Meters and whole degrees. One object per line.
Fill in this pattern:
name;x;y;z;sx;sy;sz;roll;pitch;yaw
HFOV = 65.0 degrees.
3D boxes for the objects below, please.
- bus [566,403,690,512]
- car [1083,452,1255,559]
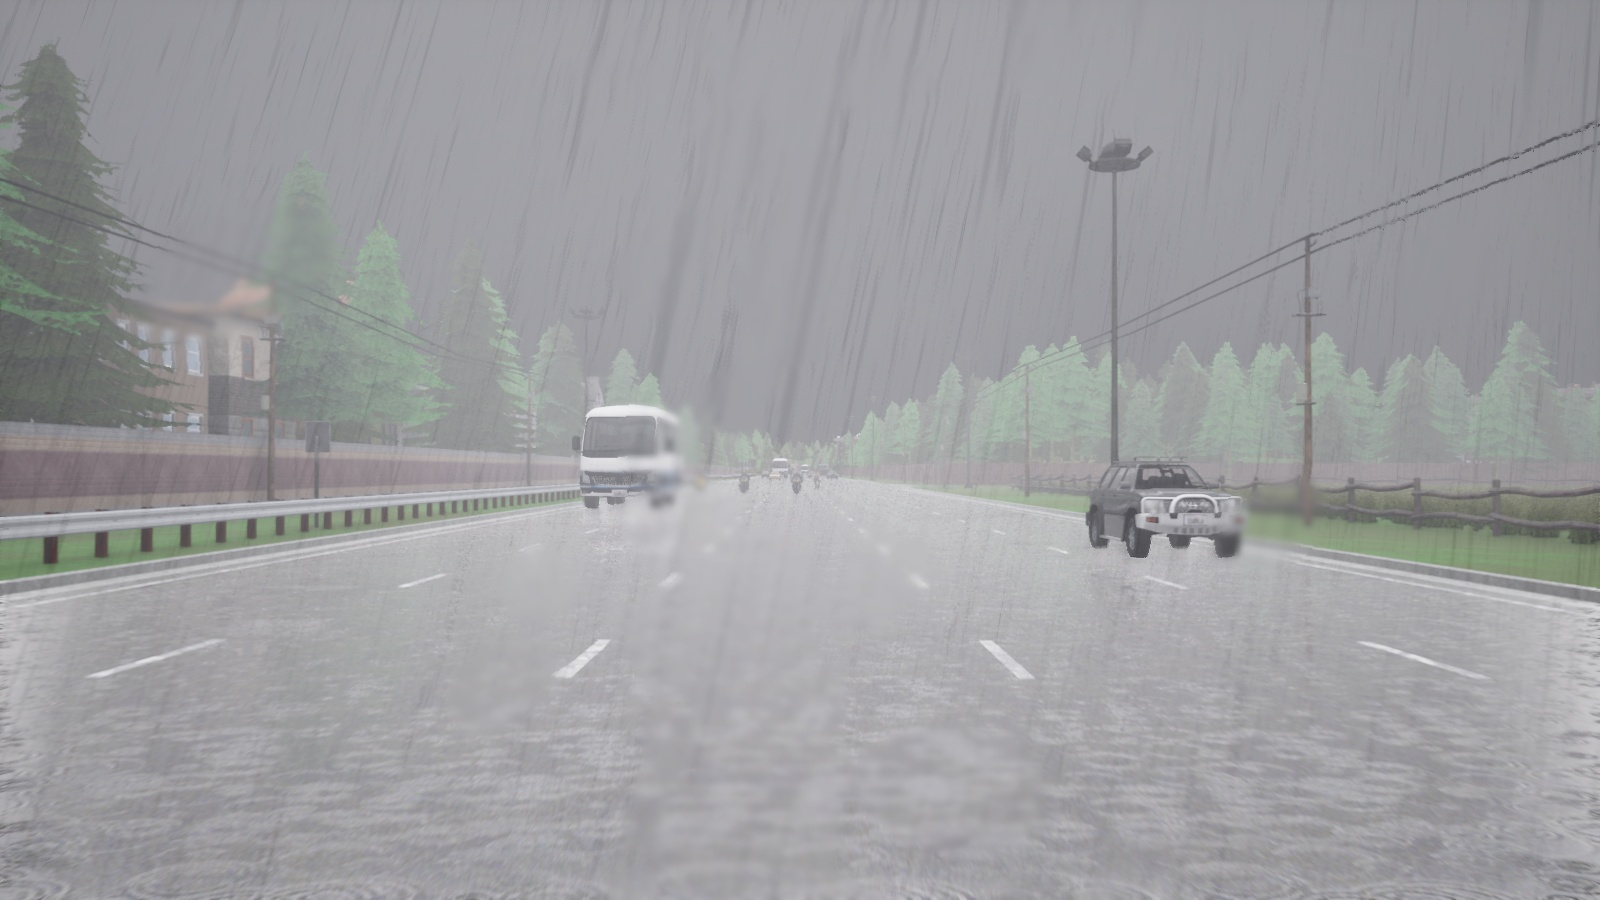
bus;-7.135;0.371;54.004;3.944;4.253;10.273;0;-1;0
car;6.941;1.008;24.162;1.932;1.855;4.605;0;-1;0
